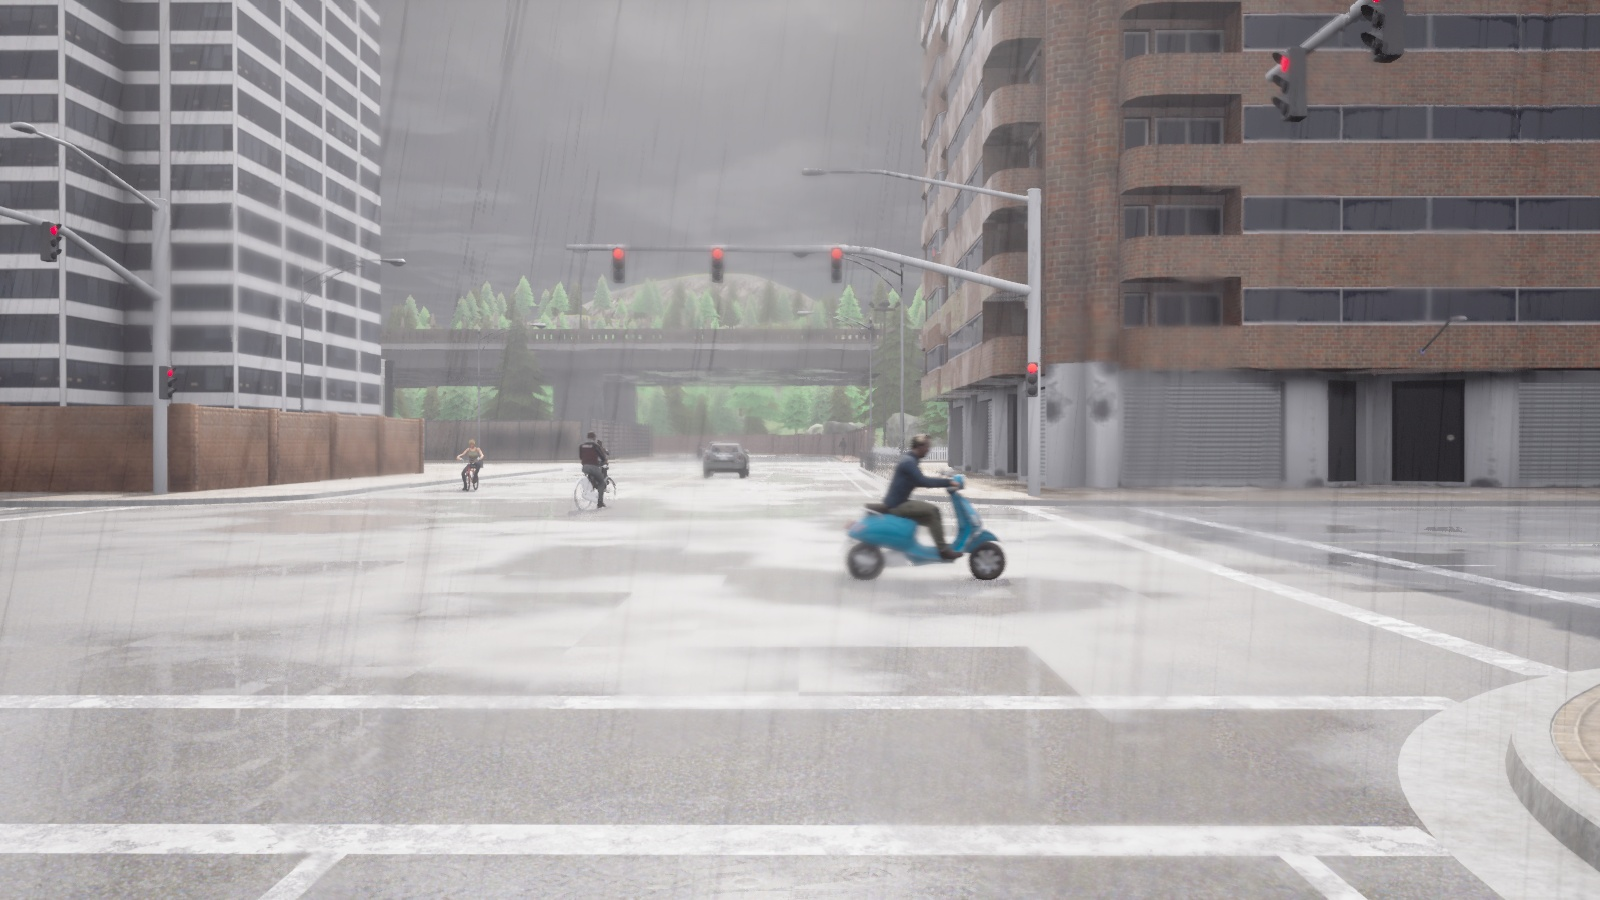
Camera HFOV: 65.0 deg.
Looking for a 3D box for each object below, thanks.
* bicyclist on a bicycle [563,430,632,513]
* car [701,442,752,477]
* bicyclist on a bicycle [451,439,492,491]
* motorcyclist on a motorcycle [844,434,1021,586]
[{"bbox_3d":[-4.484,0.456,27.962,0.659,1.776,1.843,-1,0,20],"label":"bicyclist on a bicycle"},{"bbox_3d":[-3.182,0.399,54.952,1.970,1.475,3.806,0,0,0],"label":"car"},{"bbox_3d":[-10.263,0.453,39.234,0.866,1.612,1.509,0,0,1],"label":"bicyclist on a bicycle"},{"bbox_3d":[1.396,0.625,13.544,1.817,1.590,0.866,0,0,1],"label":"motorcyclist on a motorcycle"}]
